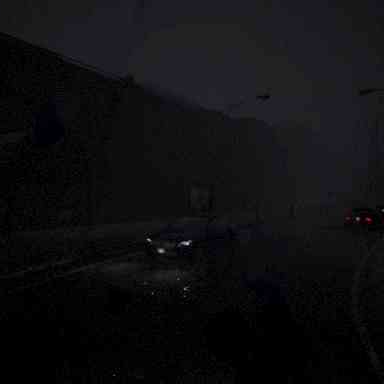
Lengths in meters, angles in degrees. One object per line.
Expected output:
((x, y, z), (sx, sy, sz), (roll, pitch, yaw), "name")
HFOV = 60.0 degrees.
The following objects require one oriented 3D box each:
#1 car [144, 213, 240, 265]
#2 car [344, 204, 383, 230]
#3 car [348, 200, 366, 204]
((0.243, 1.525, 12.071), (1.812, 1.442, 4.674), (1, 0, 30), "car")
((12.125, 1.838, 23.536), (2.033, 1.411, 5.357), (1, 0, 34), "car")
((22.651, 1.839, 45.546), (1.837, 1.490, 4.892), (1, 2, 34), "car")
